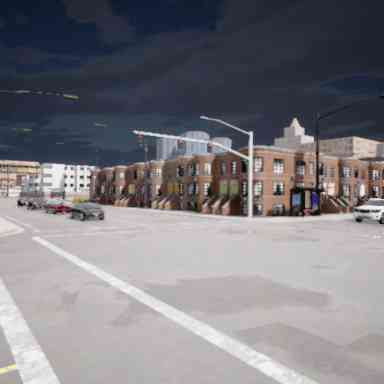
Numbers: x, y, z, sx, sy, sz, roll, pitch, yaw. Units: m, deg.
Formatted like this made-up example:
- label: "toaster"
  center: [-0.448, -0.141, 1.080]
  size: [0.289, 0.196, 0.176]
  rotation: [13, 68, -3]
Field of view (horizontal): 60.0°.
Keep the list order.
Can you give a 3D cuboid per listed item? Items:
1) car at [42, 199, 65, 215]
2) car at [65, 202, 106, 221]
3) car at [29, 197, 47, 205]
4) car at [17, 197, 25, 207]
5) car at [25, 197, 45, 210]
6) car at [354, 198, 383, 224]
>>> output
- label: "car"
  center: [-14.412, 1.707, 35.940]
  size: [1.895, 1.301, 4.718]
  rotation: [1, 0, -36]
- label: "car"
  center: [-8.962, 1.611, 28.358]
  size: [1.837, 1.490, 4.892]
  rotation: [1, 0, -36]
- label: "car"
  center: [-28.957, 1.641, 62.447]
  size: [2.128, 1.511, 4.902]
  rotation: [1, 0, -36]
- label: "car"
  center: [-26.342, 1.599, 52.629]
  size: [2.128, 1.511, 4.902]
  rotation: [1, 0, -35]
- label: "car"
  center: [-20.338, 1.459, 44.204]
  size: [2.097, 1.767, 4.553]
  rotation: [1, 0, -36]
- label: "car"
  center: [16.120, 1.562, 28.403]
  size: [5.566, 2.045, 2.150]
  rotation: [1, -1, -36]
